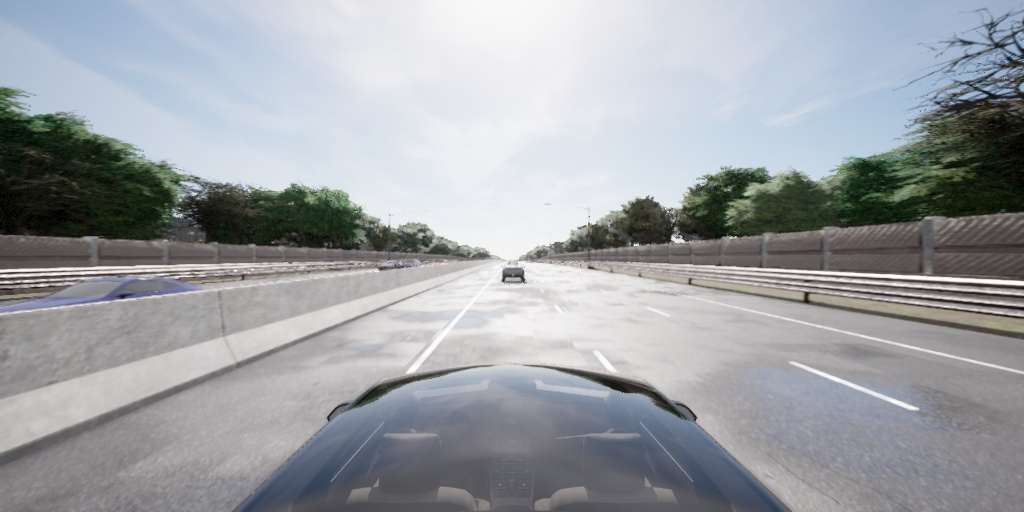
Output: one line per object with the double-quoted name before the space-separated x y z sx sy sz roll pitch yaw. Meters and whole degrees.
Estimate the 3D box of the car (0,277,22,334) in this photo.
"car" -14.090 1.279 7.316 1.812 1.442 4.674 0 0 0

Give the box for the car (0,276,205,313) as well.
"car" -10.590 1.281 9.575 1.812 1.442 4.674 0 0 0

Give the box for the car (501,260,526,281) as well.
"car" 0.111 1.291 30.394 2.128 1.511 4.902 0 0 0

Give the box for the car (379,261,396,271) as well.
"car" -17.507 1.424 52.096 2.033 1.411 5.357 0 0 1

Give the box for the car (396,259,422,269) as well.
"car" -14.027 1.219 49.810 2.097 1.767 4.553 0 0 1

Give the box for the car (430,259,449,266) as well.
"car" -10.520 1.229 52.261 2.097 1.767 4.553 0 0 1
